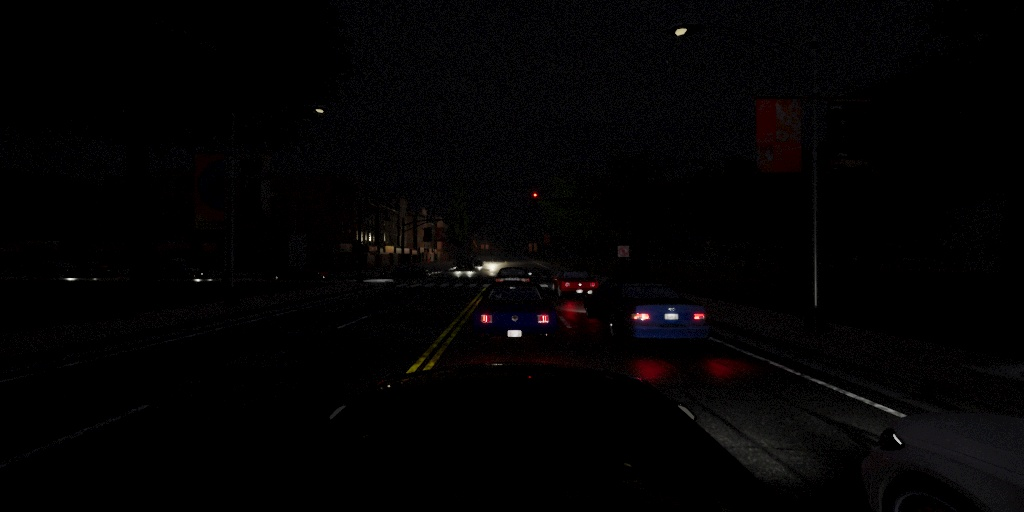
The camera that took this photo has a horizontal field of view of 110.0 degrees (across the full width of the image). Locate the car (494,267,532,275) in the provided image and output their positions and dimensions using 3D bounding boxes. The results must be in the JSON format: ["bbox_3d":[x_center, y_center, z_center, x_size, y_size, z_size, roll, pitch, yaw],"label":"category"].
[{"bbox_3d":[0.047,1.313,19.194,1.882,1.535,5.008,0,0,0],"label":"car"}]

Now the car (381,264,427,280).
[{"bbox_3d":[-10.233,1.477,34.208,4.181,1.385,1.994,-1,0,-40],"label":"car"}]

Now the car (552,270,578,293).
[{"bbox_3d":[3.299,1.439,19.622,1.895,1.301,4.718,0,0,0],"label":"car"}]

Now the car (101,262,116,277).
[{"bbox_3d":[-39.850,1.167,33.226,5.008,1.535,1.882,0,0,0],"label":"car"}]

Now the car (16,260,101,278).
[{"bbox_3d":[-38.503,1.154,30.285,5.008,1.535,1.882,0,0,0],"label":"car"}]

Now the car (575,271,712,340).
[{"bbox_3d":[3.329,1.321,9.979,2.033,1.411,5.357,0,0,0],"label":"car"}]

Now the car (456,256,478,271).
[{"bbox_3d":[-6.606,1.047,51.488,2.150,2.045,5.566,0,0,0],"label":"car"}]

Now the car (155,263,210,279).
[{"bbox_3d":[-28.161,1.318,30.267,4.181,1.385,1.994,0,0,0],"label":"car"}]

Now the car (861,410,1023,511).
[{"bbox_3d":[3.344,1.275,0.503,1.812,1.442,4.674,0,0,0],"label":"car"}]

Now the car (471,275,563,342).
[{"bbox_3d":[0.079,1.374,9.854,1.895,1.301,4.718,0,0,0],"label":"car"}]

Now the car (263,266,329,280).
[{"bbox_3d":[-18.094,1.449,30.270,4.718,1.301,1.895,1,0,0],"label":"car"}]
